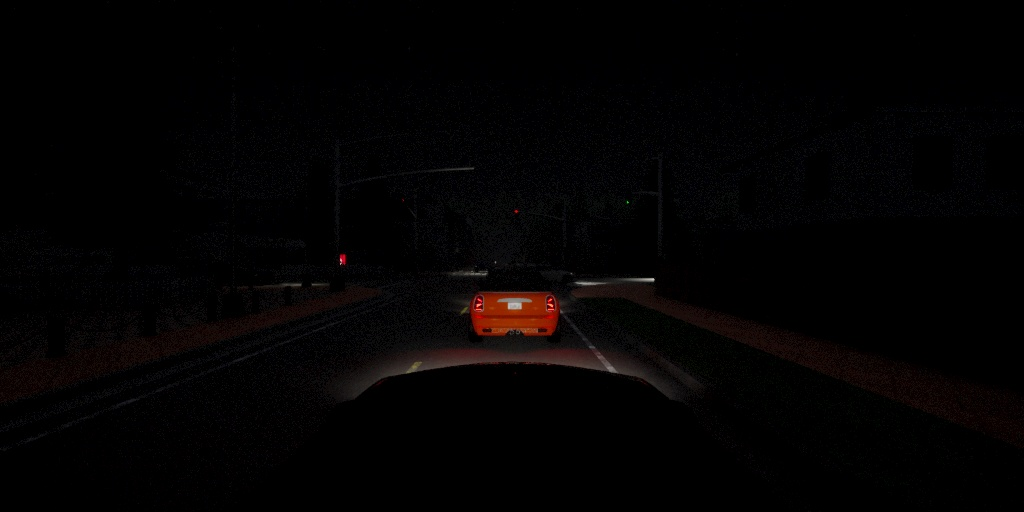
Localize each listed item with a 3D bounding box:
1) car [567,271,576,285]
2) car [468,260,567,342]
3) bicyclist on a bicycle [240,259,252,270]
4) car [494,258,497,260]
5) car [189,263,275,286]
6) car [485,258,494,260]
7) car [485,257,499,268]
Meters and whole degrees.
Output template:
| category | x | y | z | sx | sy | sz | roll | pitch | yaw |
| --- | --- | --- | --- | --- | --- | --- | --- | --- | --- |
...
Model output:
| category | x | y | z | sx | sy | sz | roll | pitch | yaw |
| --- | --- | --- | --- | --- | --- | --- | --- | --- | --- |
| car | 2.183 | 1.267 | 25.500 | 4.674 | 1.442 | 1.812 | 0 | 0 | -4 |
| car | 0.072 | 1.102 | 9.904 | 2.097 | 1.767 | 4.553 | 0 | 0 | 0 |
| bicyclist on a bicycle | -23.556 | 1.066 | 31.764 | 0.582 | 1.620 | 1.656 | 0 | 0 | -2 |
| car | -3.588 | 1.241 | 54.207 | 2.128 | 1.511 | 4.902 | 0 | 0 | 0 |
| car | -18.968 | 1.243 | 24.416 | 5.008 | 1.535 | 1.882 | 0 | 0 | -2 |
| car | -3.595 | 1.228 | 44.746 | 1.882 | 1.535 | 5.008 | 0 | 0 | 0 |
| car | -3.555 | 1.102 | 64.005 | 2.097 | 1.767 | 4.553 | 0 | 0 | 0 |
